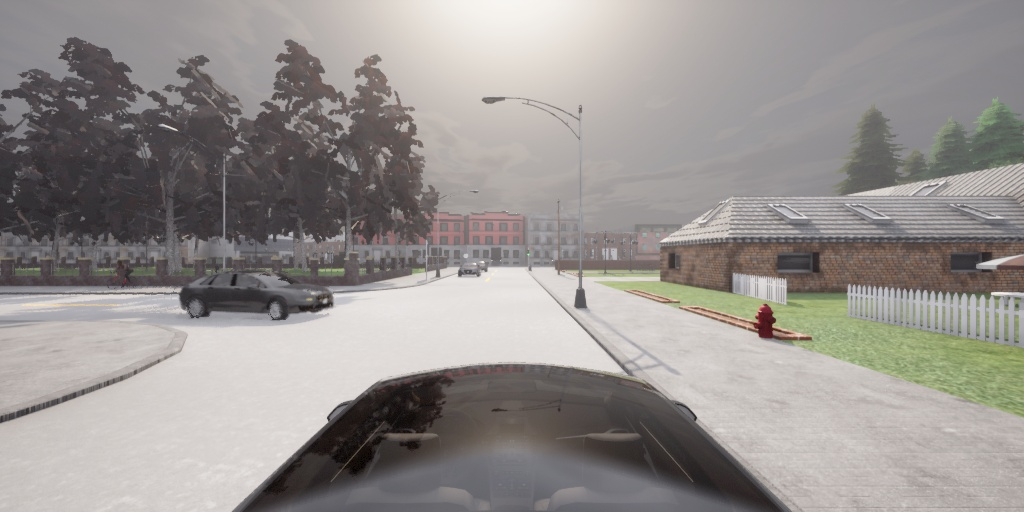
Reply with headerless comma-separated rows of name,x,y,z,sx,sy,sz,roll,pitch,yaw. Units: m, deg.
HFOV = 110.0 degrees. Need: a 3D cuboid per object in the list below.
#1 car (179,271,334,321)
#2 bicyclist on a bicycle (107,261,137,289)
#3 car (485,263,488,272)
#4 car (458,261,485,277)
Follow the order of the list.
car,-8.497,1.256,12.062,4.892,1.490,1.837,0,-1,9
bicyclist on a bicycle,-22.656,1.099,20.853,0.582,1.620,1.656,0,0,0
car,-4.109,1.314,45.593,1.994,1.385,4.181,0,0,0
car,-4.125,1.314,35.608,1.994,1.385,4.181,0,0,0
